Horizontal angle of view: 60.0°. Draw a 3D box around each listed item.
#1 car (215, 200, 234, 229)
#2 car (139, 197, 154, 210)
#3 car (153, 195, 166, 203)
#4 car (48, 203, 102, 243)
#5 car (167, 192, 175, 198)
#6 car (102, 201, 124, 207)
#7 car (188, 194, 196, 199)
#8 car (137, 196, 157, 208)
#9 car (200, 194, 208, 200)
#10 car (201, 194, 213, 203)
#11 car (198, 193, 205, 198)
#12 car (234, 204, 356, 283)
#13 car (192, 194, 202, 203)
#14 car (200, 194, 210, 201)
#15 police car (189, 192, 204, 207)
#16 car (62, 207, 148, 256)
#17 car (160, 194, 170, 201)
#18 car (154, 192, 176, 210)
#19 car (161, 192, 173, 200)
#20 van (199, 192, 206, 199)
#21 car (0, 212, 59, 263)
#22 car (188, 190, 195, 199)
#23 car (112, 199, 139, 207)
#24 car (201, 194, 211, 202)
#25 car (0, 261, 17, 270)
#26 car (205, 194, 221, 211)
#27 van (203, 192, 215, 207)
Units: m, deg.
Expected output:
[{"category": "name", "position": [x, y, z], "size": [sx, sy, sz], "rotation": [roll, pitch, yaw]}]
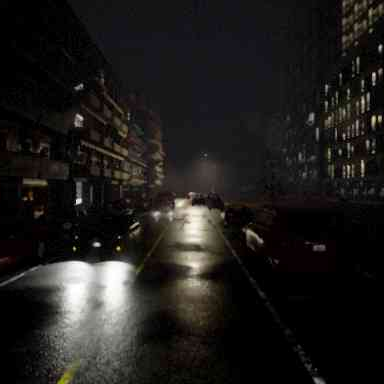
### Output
[{"category": "car", "position": [2.690, 1.417, 20.469], "size": [1.887, 1.381, 4.507], "rotation": [0, 0, 0]}, {"category": "car", "position": [-5.686, 1.300, 36.881], "size": [1.752, 1.417, 4.829], "rotation": [0, 0, 0]}, {"category": "car", "position": [-5.681, 1.201, 59.157], "size": [1.887, 1.381, 4.507], "rotation": [0, 0, 0]}, {"category": "car", "position": [-5.692, 1.346, 14.944], "size": [1.967, 1.590, 4.097], "rotation": [0, 0, 0]}, {"category": "car", "position": [-5.674, 0.939, 92.315], "size": [1.967, 1.590, 4.097], "rotation": [0, 0, 0]}, {"category": "car", "position": [-5.690, 1.454, 20.472], "size": [1.802, 1.307, 4.206], "rotation": [0, 0, 0]}, {"category": "car", "position": [0.020, 1.061, 79.965], "size": [1.895, 1.301, 4.718], "rotation": [0, 0, 0]}, {"category": "car", "position": [-5.685, 1.288, 42.576], "size": [1.887, 1.381, 4.507], "rotation": [0, 0, 0]}, {"category": "car", "position": [2.702, 1.157, 75.734], "size": [1.802, 1.307, 4.206], "rotation": [0, 0, 0]}, {"category": "car", "position": [2.698, 1.096, 59.154], "size": [1.967, 1.590, 4.097], "rotation": [0, 0, 0]}, {"category": "car", "position": [2.706, 1.023, 92.483], "size": [1.752, 1.417, 4.829], "rotation": [0, 0, 0]}, {"category": "car", "position": [2.687, 1.255, 9.414], "size": [2.192, 1.841, 5.009], "rotation": [0, 0, 0]}, {"category": "car", "position": [0.901, 1.099, 61.765], "size": [1.801, 1.575, 5.366], "rotation": [0, 0, 0]}, {"category": "car", "position": [2.701, 1.183, 70.208], "size": [1.802, 1.307, 4.206], "rotation": [0, 0, 0]}, {"category": "police car", "position": [0.911, 1.151, 45.682], "size": [1.930, 1.638, 5.238], "rotation": [0, 0, 0]}, {"category": "car", "position": [-3.053, 1.485, 12.626], "size": [1.994, 1.385, 4.181], "rotation": [0, 0, 0]}, {"category": "car", "position": [-5.679, 1.128, 70.040], "size": [1.752, 1.417, 4.829], "rotation": [0, 0, 0]}, {"category": "car", "position": [-3.085, 0.988, 38.495], "size": [2.150, 2.045, 5.566], "rotation": [0, 0, 0]}, {"category": "car", "position": [-5.679, 0.890, 75.735], "size": [2.192, 1.841, 5.009], "rotation": [0, 0, 0]}, {"category": "van", "position": [2.704, 0.864, 86.787], "size": [1.690, 1.788, 3.998], "rotation": [0, 0, 0]}, {"category": "car", "position": [-5.692, 1.485, 9.417], "size": [1.887, 1.381, 4.507], "rotation": [0, 0, 0]}, {"category": "car", "position": [0.774, 1.026, 55.585], "size": [2.097, 1.767, 4.553], "rotation": [0, 0, 3]}, {"category": "car", "position": [-5.689, 1.279, 25.997], "size": [1.967, 1.590, 4.097], "rotation": [0, 0, 0]}, {"category": "car", "position": [2.700, 1.153, 64.851], "size": [1.752, 1.417, 4.829], "rotation": [0, 0, 0]}, {"category": "car", "position": [-3.089, 1.551, 1.843], "size": [1.994, 1.385, 4.181], "rotation": [0, 0, 0]}, {"category": "car", "position": [2.694, 1.298, 37.218], "size": [1.752, 1.417, 4.829], "rotation": [0, 0, 0]}, {"category": "van", "position": [2.694, 1.084, 42.573], "size": [1.690, 1.788, 3.998], "rotation": [0, 0, 0]}]
